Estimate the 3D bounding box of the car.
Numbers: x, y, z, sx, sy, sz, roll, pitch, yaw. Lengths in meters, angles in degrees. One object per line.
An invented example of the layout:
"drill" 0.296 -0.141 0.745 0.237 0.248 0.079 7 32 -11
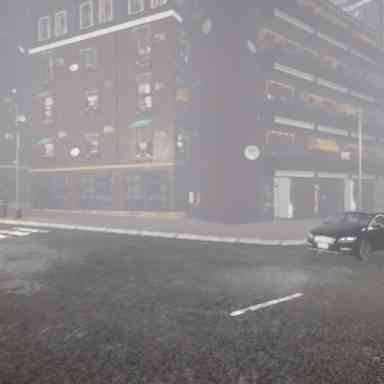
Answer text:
"car" 6.229 1.480 12.301 4.902 1.511 2.128 0 0 -37
